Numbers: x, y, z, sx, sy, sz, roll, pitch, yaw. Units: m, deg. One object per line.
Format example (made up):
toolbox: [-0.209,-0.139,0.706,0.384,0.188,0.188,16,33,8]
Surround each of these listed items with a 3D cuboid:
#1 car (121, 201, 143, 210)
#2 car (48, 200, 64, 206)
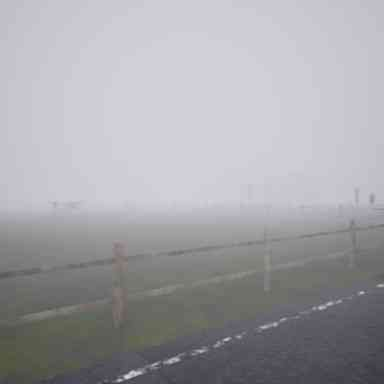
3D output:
car: [-10.229,2.311,57.240,2.128,1.511,4.902,0,-1,-44]
car: [-33.908,2.779,82.922,5.008,1.535,1.882,-1,-1,39]
